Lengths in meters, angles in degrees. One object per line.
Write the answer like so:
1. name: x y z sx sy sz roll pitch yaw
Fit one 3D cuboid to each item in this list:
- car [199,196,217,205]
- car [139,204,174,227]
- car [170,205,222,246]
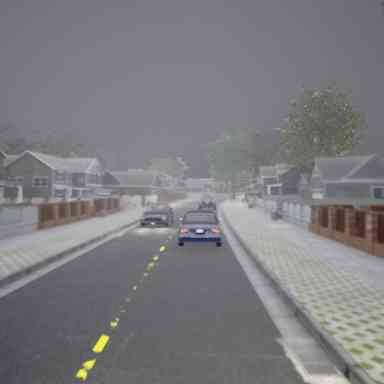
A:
1. car: 2.001 1.295 41.982 2.097 1.767 4.553 0 0 5
2. car: -2.237 1.536 22.900 2.033 1.411 5.357 0 0 3
3. car: 0.382 1.542 15.272 2.033 1.411 5.357 0 0 2
